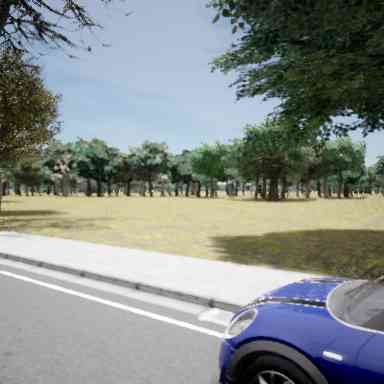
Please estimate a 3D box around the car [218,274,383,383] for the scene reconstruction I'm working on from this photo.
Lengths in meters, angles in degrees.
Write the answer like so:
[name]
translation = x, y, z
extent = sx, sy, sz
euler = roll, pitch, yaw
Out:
[car]
translation = 2.484, 1.359, 2.983
extent = 4.553, 1.767, 2.097
euler = 0, 0, 35
